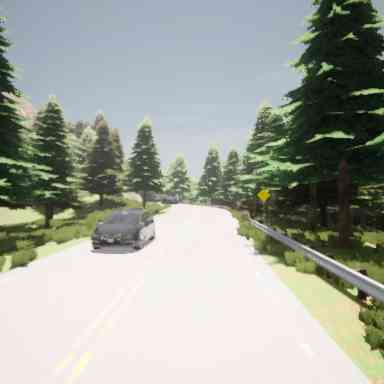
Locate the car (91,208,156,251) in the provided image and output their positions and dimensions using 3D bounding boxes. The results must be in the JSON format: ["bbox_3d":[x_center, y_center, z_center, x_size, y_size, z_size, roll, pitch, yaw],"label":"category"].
[{"bbox_3d":[-2.752,1.504,14.290,1.837,1.490,4.892,0,0,4],"label":"car"}]

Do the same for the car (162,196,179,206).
[{"bbox_3d":[-3.709,1.449,56.564,1.882,1.535,5.008,2,0,-19],"label":"car"}]
